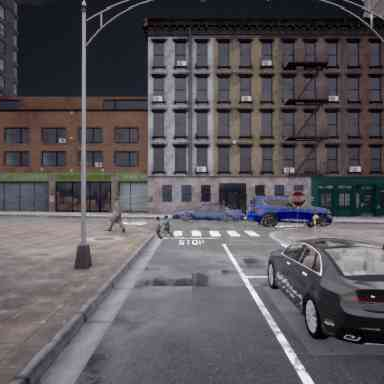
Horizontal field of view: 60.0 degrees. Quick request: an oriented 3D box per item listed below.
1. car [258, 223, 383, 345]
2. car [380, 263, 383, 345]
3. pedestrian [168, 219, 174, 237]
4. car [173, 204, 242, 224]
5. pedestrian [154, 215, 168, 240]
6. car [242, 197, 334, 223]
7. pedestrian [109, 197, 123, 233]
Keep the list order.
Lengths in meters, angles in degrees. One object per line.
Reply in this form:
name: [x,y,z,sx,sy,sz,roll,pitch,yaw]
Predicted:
car: [2.638,1.552,6.349,2.008,1.369,4.403,0,0,0]
car: [2.644,1.440,0.845,1.967,1.590,4.097,0,0,0]
pedestrian: [-1.190,1.676,16.263,0.500,1.100,0.500,0,0,0]
car: [1.216,1.616,25.467,5.357,1.411,2.033,1,0,0]
pedestrian: [-1.525,1.676,15.669,0.500,1.100,0.500,0,0,0]
car: [6.555,1.378,22.507,5.566,2.045,2.150,1,-1,0]
pedestrian: [-3.851,1.140,16.870,0.375,1.860,0.375,0,0,0]
